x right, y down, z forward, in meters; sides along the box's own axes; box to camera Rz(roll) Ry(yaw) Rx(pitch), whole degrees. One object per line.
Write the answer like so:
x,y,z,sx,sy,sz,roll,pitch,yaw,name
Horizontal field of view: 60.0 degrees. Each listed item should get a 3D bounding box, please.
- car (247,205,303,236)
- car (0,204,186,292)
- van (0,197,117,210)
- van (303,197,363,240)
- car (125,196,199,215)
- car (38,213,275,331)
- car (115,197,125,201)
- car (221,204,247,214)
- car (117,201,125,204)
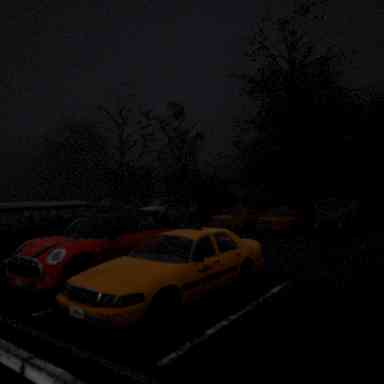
5.315,1.496,18.805,1.946,1.575,5.366,0,0,35,car
-2.469,1.375,9.093,2.185,1.767,4.553,0,0,35,car
-4.904,1.302,10.912,1.878,1.987,4.442,-1,0,35,van
7.425,1.259,16.950,1.878,1.987,4.442,0,0,35,van
-1.661,1.330,23.456,2.435,2.045,5.566,-1,-1,35,car
-0.207,1.483,7.236,1.946,1.575,5.366,0,0,35,car
-6.141,1.423,26.580,2.435,2.045,5.566,-1,-1,35,car
3.139,1.515,20.338,1.946,1.575,5.366,-1,0,35,car
-3.935,1.628,25.069,2.231,1.521,4.892,-1,-1,35,car
